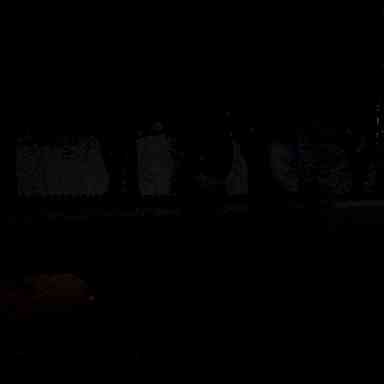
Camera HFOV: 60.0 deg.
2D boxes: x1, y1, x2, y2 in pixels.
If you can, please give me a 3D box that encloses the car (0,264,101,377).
[{"bbox_3d":[-3.612,1.526,3.985,4.829,1.417,1.752,0,0,-35],"label":"car"}]
